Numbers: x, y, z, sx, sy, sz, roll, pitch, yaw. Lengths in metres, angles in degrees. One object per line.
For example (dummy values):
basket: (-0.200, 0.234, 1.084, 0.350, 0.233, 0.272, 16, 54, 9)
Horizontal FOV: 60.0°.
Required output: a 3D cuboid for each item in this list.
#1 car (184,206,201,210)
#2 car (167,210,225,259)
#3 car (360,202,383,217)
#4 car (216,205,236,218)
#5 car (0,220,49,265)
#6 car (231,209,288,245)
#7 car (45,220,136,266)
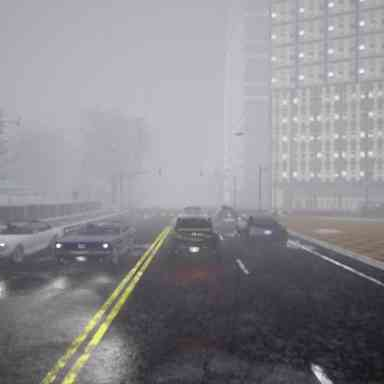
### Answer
car: (0.062, 1.904, 28.787, 2.033, 1.411, 5.357, 0, -1, 0)
car: (0.078, 1.665, 13.264, 1.837, 1.490, 4.892, 0, -1, 0)
car: (22.968, 2.149, 40.016, 5.009, 1.841, 2.192, 0, 1, 20)
car: (3.308, 1.922, 31.839, 1.812, 1.442, 4.674, 0, -1, 0)
car: (-6.615, 1.753, 12.503, 1.895, 1.301, 4.718, 0, -1, 0)
car: (3.326, 1.766, 16.604, 1.994, 1.385, 4.181, 0, -1, 0)
car: (-3.363, 1.751, 12.312, 1.895, 1.301, 4.718, 0, -1, 0)
